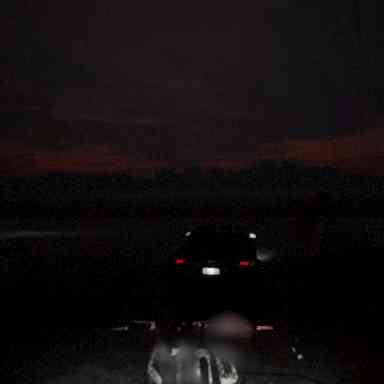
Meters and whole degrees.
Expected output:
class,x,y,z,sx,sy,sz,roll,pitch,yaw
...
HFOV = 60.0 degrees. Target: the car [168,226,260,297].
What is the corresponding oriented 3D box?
class,x,y,z,sx,sy,sz,roll,pitch,yaw
car,0.708,1.559,8.655,1.994,1.385,4.181,0,0,9
